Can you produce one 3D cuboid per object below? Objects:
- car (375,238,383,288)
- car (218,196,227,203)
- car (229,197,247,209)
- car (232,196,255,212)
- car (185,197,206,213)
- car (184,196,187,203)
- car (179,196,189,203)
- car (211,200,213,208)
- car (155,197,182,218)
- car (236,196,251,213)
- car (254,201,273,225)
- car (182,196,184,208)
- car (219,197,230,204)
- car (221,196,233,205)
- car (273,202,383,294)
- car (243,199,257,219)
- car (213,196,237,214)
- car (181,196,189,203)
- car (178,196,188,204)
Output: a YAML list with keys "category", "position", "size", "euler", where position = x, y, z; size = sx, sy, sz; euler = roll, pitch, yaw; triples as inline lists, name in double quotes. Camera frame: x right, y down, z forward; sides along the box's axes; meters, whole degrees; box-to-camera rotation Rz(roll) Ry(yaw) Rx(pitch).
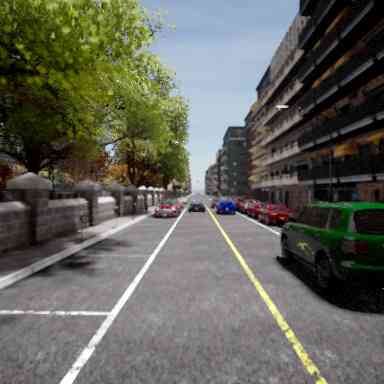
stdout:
- category: "car"
  position: [3.922, 1.541, 2.971]
  size: [1.837, 1.490, 4.892]
  euler: [1, 0, 1]
- category: "car"
  position: [6.833, 1.680, 75.169]
  size: [1.752, 1.417, 4.829]
  euler: [0, 0, 1]
- category: "car"
  position: [6.394, 1.542, 46.850]
  size: [1.967, 1.590, 4.097]
  euler: [0, 0, 1]
- category: "car"
  position: [6.307, 1.409, 41.220]
  size: [2.192, 1.841, 5.009]
  euler: [0, 0, 1]
- category: "car"
  position: [0.571, 1.604, 38.285]
  size: [1.994, 1.385, 4.181]
  euler: [1, 0, 1]
- category: "car"
  position: [-1.985, 1.579, 46.979]
  size: [2.008, 1.369, 4.403]
  euler: [0, 0, 1]
- category: "car"
  position: [-1.635, 1.619, 69.497]
  size: [2.008, 1.369, 4.403]
  euler: [0, 0, 1]
- category: "car"
  position: [3.728, 1.606, 48.216]
  size: [1.812, 1.442, 4.674]
  euler: [1, 0, 1]
- category: "car"
  position: [-2.248, 1.445, 30.092]
  size: [1.967, 1.590, 4.097]
  euler: [0, 0, 1]
- category: "car"
  position: [6.219, 1.526, 35.590]
  size: [1.967, 1.590, 4.097]
  euler: [0, 0, 1]
- category: "car"
  position: [6.044, 1.616, 24.331]
  size: [1.887, 1.381, 4.507]
  euler: [0, 0, 1]
- category: "car"
  position: [-2.160, 1.453, 35.719]
  size: [1.967, 1.590, 4.097]
  euler: [0, 0, 1]
- category: "car"
  position: [6.743, 1.707, 69.368]
  size: [1.947, 1.339, 4.313]
  euler: [0, 0, 1]
- category: "car"
  position: [6.656, 1.570, 63.738]
  size: [1.967, 1.590, 4.097]
  euler: [0, 0, 1]
- category: "car"
  position: [4.018, 1.265, 9.001]
  size: [2.150, 2.045, 5.566]
  euler: [1, 0, 1]
- category: "car"
  position: [6.131, 1.623, 29.961]
  size: [1.887, 1.381, 4.507]
  euler: [0, 0, 1]
- category: "car"
  position: [3.606, 1.541, 36.110]
  size: [1.882, 1.535, 5.008]
  euler: [1, 0, 1]
- category: "car"
  position: [-1.551, 1.605, 74.958]
  size: [1.752, 1.417, 4.829]
  euler: [0, 0, 1]
- category: "car"
  position: [-1.726, 1.582, 63.698]
  size: [1.752, 1.417, 4.829]
  euler: [0, 0, 1]
